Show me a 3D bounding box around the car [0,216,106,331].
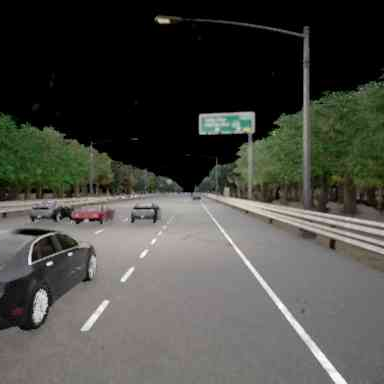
[{"bbox_3d":[-3.398,1.501,6.856,1.837,1.490,4.892,0,0,0],"label":"car"}]

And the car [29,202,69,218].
[{"bbox_3d":[-10.367,1.469,25.041,2.128,1.511,4.902,0,0,0],"label":"car"}]

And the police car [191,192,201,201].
[{"bbox_3d":[1.231,1.334,82.586,1.930,1.638,5.238,0,0,0],"label":"police car"}]

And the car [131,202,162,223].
[{"bbox_3d":[-3.367,1.470,25.092,2.128,1.511,4.902,0,0,0],"label":"car"}]

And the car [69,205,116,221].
[{"bbox_3d":[-6.871,1.580,23.881,1.895,1.301,4.718,0,0,0],"label":"car"}]
